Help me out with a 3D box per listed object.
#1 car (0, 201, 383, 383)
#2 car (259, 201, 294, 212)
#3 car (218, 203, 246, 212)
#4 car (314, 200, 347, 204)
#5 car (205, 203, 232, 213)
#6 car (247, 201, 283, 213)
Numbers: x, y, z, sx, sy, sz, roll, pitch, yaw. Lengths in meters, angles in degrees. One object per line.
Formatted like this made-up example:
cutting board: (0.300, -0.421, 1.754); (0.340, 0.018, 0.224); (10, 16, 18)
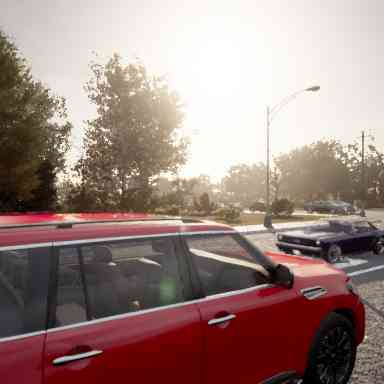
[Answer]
car: (-0.466, 1.222, 3.424); (5.566, 2.045, 2.150); (0, 0, -37)
car: (11.968, 2.093, 47.337); (1.837, 1.490, 4.892); (0, -3, -32)
car: (6.649, 2.600, 55.866); (1.837, 1.490, 4.892); (0, -3, -32)
car: (14.624, 1.708, 36.479); (2.128, 1.511, 4.902); (0, -1, -32)
car: (4.161, 2.542, 53.240); (1.837, 1.490, 4.892); (0, -3, -32)
car: (9.663, 2.028, 44.415); (1.837, 1.490, 4.892); (0, -3, -32)
